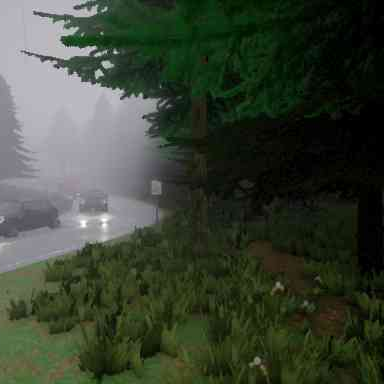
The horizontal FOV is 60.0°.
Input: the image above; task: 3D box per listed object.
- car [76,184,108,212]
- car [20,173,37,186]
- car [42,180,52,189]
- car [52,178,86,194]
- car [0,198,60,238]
[{"bbox_3d":[-8.111,0.592,27.662,2.097,1.767,4.553,0,4,-14],"label":"car"},{"bbox_3d":[-25.830,-2.127,52.412,2.150,2.045,5.566,0,5,-30],"label":"car"},{"bbox_3d":[-18.493,-0.951,45.360,4.892,1.490,1.837,6,4,38],"label":"car"},{"bbox_3d":[-12.866,-0.410,36.608,5.566,2.045,2.150,7,5,44],"label":"car"},{"bbox_3d":[-8.800,1.180,16.737,2.097,1.767,4.553,0,2,15],"label":"car"}]
